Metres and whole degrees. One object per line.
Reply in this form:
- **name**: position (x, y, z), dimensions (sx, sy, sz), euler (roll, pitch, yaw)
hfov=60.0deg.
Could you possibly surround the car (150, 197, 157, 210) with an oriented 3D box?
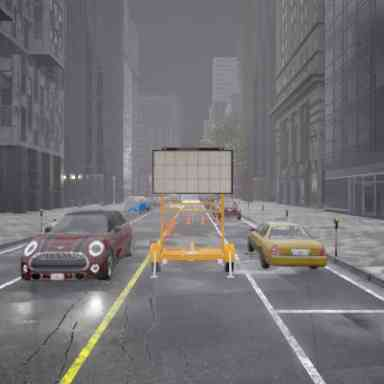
- **car**: position (-5.600, 1.565, 39.017), dimensions (1.947, 1.339, 4.313), euler (0, 0, 0)

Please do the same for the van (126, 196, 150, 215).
- **van**: position (-5.609, 1.335, 33.379), dimensions (1.690, 1.788, 3.998), euler (0, 0, 0)

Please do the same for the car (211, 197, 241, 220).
- **car**: position (2.906, 1.431, 27.710), dimensions (1.967, 1.590, 4.097), euler (0, 0, 0)

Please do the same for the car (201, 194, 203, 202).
- **car**: position (2.945, 1.333, 50.267), dimensions (2.192, 1.841, 5.009), euler (0, 0, 0)

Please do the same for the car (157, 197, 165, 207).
- **car**: position (-5.581, 1.458, 50.296), dimensions (1.967, 1.590, 4.097), euler (0, 0, 0)

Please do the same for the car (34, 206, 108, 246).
- **car**: position (-5.640, 1.519, 16.254), dimensions (1.752, 1.417, 4.829), euler (0, 0, 1)

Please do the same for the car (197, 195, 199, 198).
- **car**: position (3.002, 1.663, 84.103), dimensions (1.947, 1.339, 4.313), euler (0, 0, 0)

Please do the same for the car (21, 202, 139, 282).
- **car**: position (-3.084, 1.348, 9.867), dimensions (2.097, 1.767, 4.553), euler (0, 0, 0)

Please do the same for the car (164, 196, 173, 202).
- **car**: position (-5.533, 1.602, 78.320), dimensions (1.752, 1.417, 4.829), euler (0, 0, 0)

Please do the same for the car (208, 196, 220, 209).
- **car**: position (2.916, 1.434, 33.348), dimensions (1.967, 1.590, 4.097), euler (0, 0, 0)

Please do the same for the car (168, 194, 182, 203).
- **car**: position (-2.894, 1.544, 61.308), dimensions (1.837, 1.490, 4.892), euler (0, 0, 0)

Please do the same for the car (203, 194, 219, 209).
- **car**: position (2.935, 1.323, 44.628), dimensions (2.192, 1.841, 5.009), euler (0, 0, 0)

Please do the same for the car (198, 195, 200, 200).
- **car**: position (2.993, 1.659, 78.465), dimensions (1.802, 1.307, 4.206), euler (0, 0, 0)

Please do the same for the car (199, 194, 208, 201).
- **car**: position (3.012, 1.434, 89.744), dimensions (2.192, 1.841, 5.009), euler (0, 0, 0)

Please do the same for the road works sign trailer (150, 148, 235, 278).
- **road works sign trailer**: position (0.016, 0.461, 10.108), dimensions (2.380, 3.560, 2.880), euler (0, 0, 0)

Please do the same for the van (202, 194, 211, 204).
- **van**: position (2.974, 1.391, 67.186), dimensions (1.690, 1.788, 3.998), euler (0, 0, 0)

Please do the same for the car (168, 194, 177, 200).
- **car**: position (-5.504, 1.457, 95.407), dimensions (2.192, 1.841, 5.009), euler (0, 0, 0)

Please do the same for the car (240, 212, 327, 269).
- **car**: position (2.884, 1.521, 10.994), dimensions (1.752, 1.417, 4.829), euler (0, 0, 1)

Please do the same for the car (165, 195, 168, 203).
- **car**: position (-5.571, 1.573, 55.934), dimensions (1.887, 1.381, 4.507), euler (0, 0, 0)

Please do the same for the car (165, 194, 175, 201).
- **car**: position (-5.523, 1.412, 84.128), dimensions (2.192, 1.841, 5.009), euler (0, 0, 0)

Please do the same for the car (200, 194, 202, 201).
- **car**: position (2.964, 1.480, 61.546), dimensions (1.967, 1.590, 4.097), euler (0, 0, 0)
